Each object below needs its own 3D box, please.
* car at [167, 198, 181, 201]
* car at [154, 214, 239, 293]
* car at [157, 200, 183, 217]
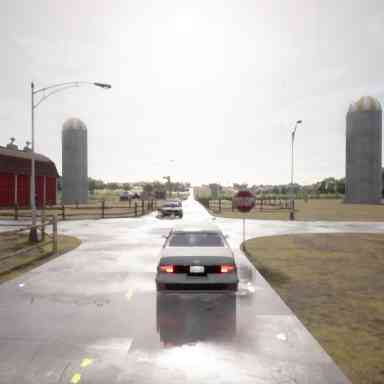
[{"bbox_3d":[-2.834,1.677,45.405,1.882,1.535,5.008,0,-1,0],"label":"car"},{"bbox_3d":[0.102,1.554,8.977,2.033,1.411,5.357,0,0,0],"label":"car"},{"bbox_3d":[-2.066,1.688,30.300,1.895,1.301,4.718,0,-1,-12],"label":"car"}]
